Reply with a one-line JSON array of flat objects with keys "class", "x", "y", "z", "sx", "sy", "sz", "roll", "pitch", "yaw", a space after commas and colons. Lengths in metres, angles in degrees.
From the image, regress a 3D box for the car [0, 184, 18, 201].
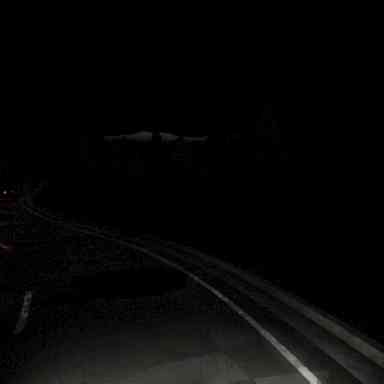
[{"class": "car", "x": -22.420, "y": 0.080, "z": 40.244, "sx": 2.150, "sy": 2.045, "sz": 5.566, "roll": -1, "pitch": 2, "yaw": -27}]
